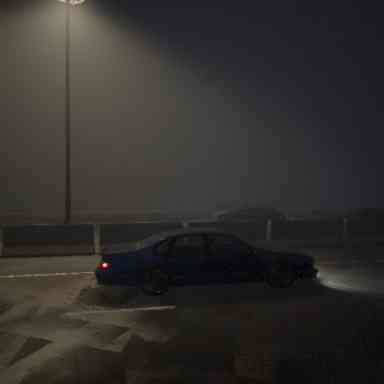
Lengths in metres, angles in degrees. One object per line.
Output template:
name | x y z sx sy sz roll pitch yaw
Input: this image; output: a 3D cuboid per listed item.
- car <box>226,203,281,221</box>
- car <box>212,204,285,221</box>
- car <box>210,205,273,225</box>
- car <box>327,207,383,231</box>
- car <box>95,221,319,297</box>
car | 5.604 1.821 30.526 4.674 1.442 1.812 0 -1 -6
car | 4.015 1.733 23.281 4.892 1.490 1.837 0 -1 -7
car | 3.951 1.793 26.798 4.674 1.442 1.812 0 -1 -7
car | 10.660 1.670 20.479 4.674 1.442 1.812 0 -1 -5
car | 0.349 1.642 8.485 5.357 1.411 2.033 0 -1 -9
